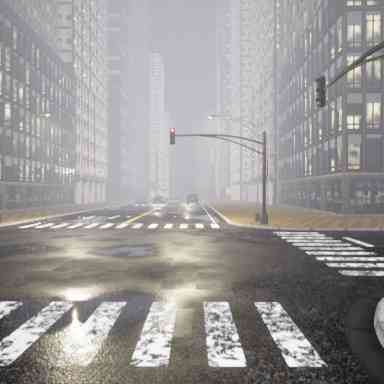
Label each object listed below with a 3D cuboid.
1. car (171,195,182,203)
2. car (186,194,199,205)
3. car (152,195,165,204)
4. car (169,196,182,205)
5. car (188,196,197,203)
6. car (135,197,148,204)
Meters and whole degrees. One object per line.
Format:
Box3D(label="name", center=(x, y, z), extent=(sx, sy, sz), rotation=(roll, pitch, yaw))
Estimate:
Box3D(label="car", center=(-3.144, 1.487, 70.138), extent=(2.128, 1.511, 4.902), rotation=(0, 0, 0))
Box3D(label="car", center=(0.091, 1.315, 60.163), extent=(2.150, 2.045, 5.566), rotation=(0, 0, 0))
Box3D(label="car", center=(-6.403, 1.460, 64.340), extent=(2.097, 1.767, 4.553), rotation=(0, 0, 0))
Box3D(label="car", center=(-3.159, 1.695, 60.166), extent=(1.895, 1.301, 4.718), rotation=(0, 0, 0))
Box3D(label="car", center=(0.107, 1.532, 70.550), extent=(1.994, 1.385, 4.181), rotation=(0, 0, 0))
Box3D(label="car", center=(-9.653, 1.656, 64.314), extent=(2.033, 1.411, 5.357), rotation=(0, 0, 0))
